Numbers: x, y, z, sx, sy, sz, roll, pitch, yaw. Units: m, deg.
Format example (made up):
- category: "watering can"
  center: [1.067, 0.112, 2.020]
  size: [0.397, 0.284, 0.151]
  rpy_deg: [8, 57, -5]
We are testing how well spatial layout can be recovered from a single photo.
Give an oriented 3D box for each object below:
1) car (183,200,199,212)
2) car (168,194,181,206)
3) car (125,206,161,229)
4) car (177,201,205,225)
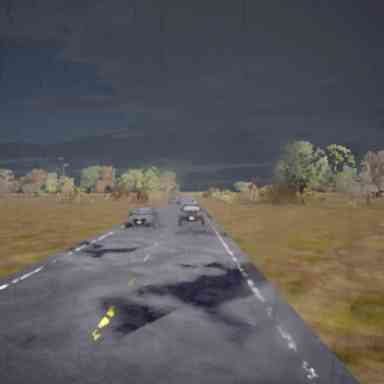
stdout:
- category: "car"
  center: [-0.114, 1.771, 42.567]
  size: [1.895, 1.301, 4.718]
  rpy_deg: [0, 0, 0]
- category: "car"
  center: [-3.334, 1.480, 63.102]
  size: [2.150, 2.045, 5.566]
  rpy_deg: [0, 0, 0]
- category: "car"
  center: [-3.207, 1.657, 22.207]
  size: [1.994, 1.385, 4.181]
  rpy_deg: [0, 0, 0]
- category: "car"
  center: [-0.022, 1.626, 24.960]
  size: [1.812, 1.442, 4.674]
  rpy_deg: [0, 0, 0]
